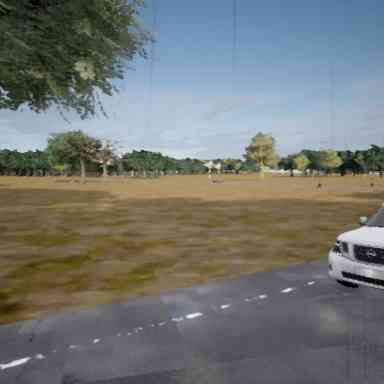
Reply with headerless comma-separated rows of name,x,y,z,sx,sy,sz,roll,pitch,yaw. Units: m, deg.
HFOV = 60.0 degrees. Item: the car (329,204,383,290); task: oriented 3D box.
car,5.662,1.185,8.029,5.566,2.045,2.150,-1,0,-35
